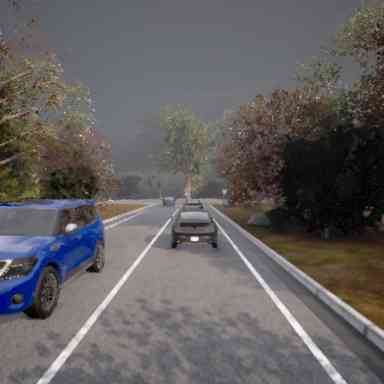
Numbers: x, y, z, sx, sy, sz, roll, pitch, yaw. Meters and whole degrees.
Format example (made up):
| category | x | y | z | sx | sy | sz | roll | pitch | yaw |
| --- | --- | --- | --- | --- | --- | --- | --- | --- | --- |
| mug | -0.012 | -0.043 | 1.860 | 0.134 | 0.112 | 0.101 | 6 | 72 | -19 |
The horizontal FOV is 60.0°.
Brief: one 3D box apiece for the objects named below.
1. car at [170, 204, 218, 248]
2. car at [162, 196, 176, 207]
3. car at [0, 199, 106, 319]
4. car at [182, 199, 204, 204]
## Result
| category | x | y | z | sx | sy | sz | roll | pitch | yaw |
| --- | --- | --- | --- | --- | --- | --- | --- | --- | --- |
| car | 0.097 | 1.488 | 14.767 | 1.837 | 1.490 | 4.892 | 0 | 0 | 0 |
| car | -3.510 | 1.455 | 51.219 | 1.882 | 1.535 | 5.008 | 0 | 0 | 0 |
| car | -3.602 | 1.215 | 7.692 | 2.150 | 2.045 | 5.566 | 0 | 0 | 0 |
| car | 0.095 | 1.451 | 31.715 | 2.128 | 1.511 | 4.902 | 0 | 0 | 0 |
